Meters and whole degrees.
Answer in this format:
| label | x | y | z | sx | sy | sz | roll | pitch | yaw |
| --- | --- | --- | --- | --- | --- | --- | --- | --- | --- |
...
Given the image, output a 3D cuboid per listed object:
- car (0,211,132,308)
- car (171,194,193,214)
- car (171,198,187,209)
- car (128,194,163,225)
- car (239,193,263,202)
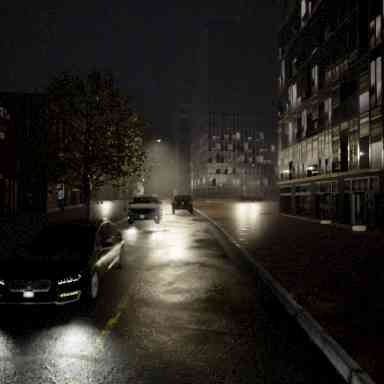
| label | x | y | z | sx | sy | sz | roll | pitch | yaw |
| --- | --- | --- | --- | --- | --- | --- | --- | --- | --- |
| car | -2.910 | 1.503 | 8.278 | 1.837 | 1.490 | 4.892 | 0 | 1 | -1 |
| car | -1.077 | 1.230 | 35.817 | 2.150 | 2.045 | 5.566 | 0 | 0 | -3 |
| car | -1.876 | 1.535 | 46.245 | 1.812 | 1.442 | 4.674 | 0 | 0 | -7 |
| car | -3.361 | 1.218 | 24.707 | 2.150 | 2.045 | 5.566 | 0 | 1 | -2 |
| car | 12.151 | 1.213 | 68.663 | 5.009 | 1.841 | 2.192 | 0 | -1 | 13 |
